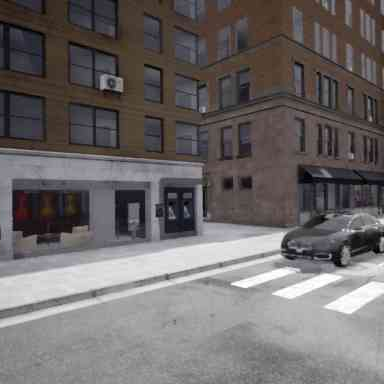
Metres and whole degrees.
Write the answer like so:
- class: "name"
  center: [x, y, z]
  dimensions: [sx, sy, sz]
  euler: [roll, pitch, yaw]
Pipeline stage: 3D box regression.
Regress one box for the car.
- class: "car"
  center: [4.892, 1.435, 11.189]
  dimensions: [4.892, 1.490, 1.837]
  euler: [0, -1, -42]
